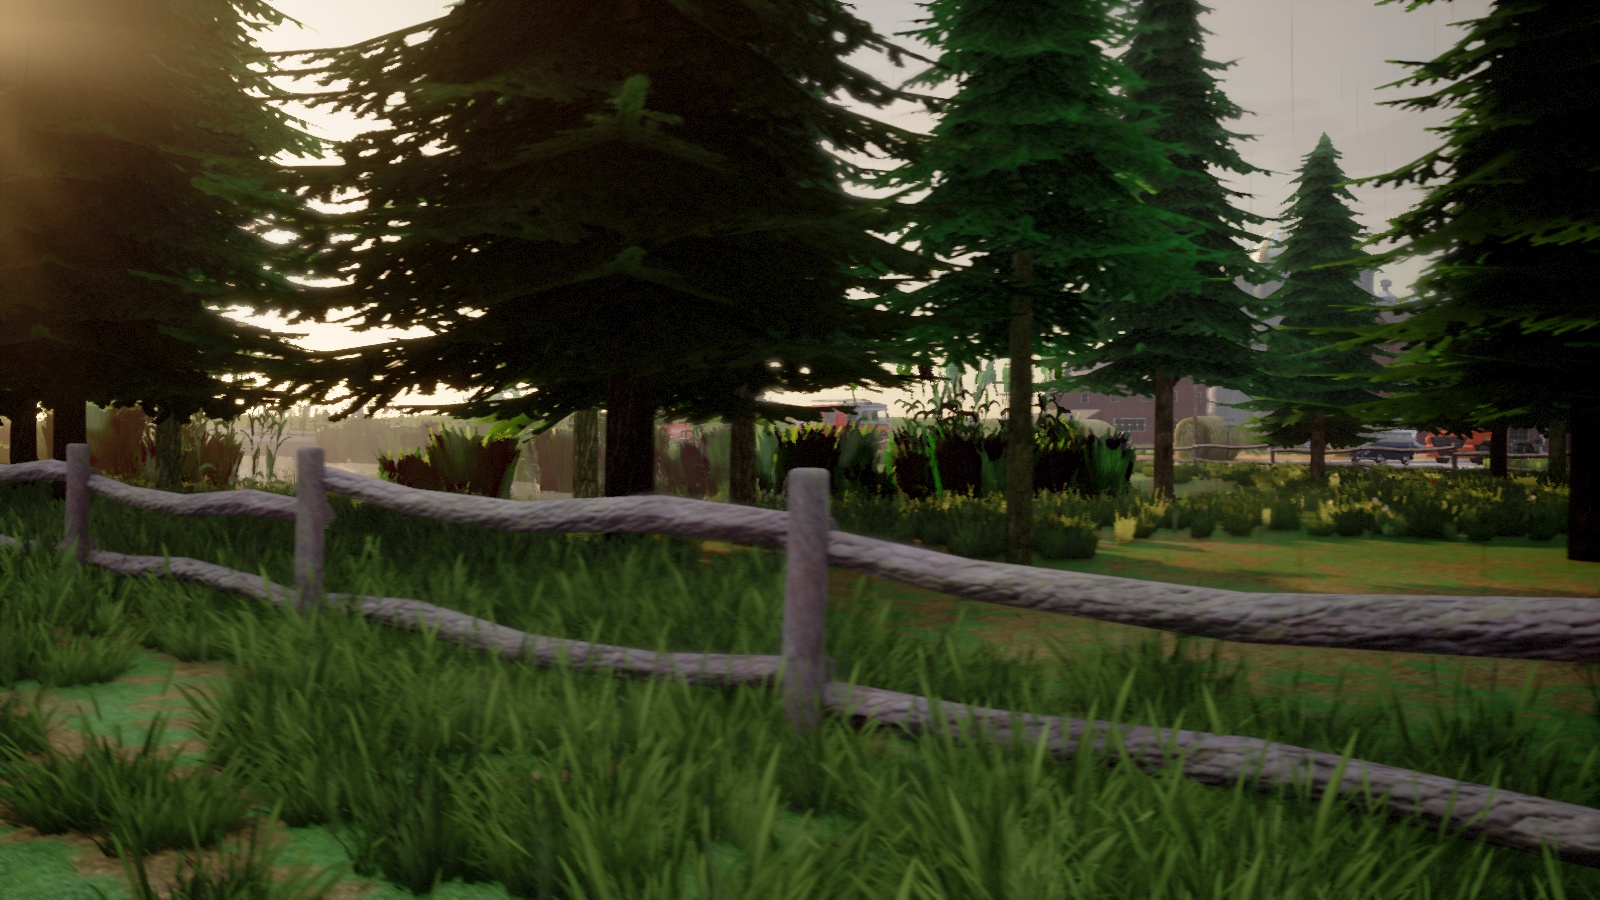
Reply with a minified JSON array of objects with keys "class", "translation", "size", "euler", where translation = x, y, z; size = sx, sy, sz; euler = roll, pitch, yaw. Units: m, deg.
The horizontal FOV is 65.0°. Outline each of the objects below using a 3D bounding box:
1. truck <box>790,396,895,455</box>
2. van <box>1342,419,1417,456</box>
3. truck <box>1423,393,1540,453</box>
[{"class":"truck","translation":[2.756,-1.617,85.122],"size":[2.891,3.827,8.468],"euler":[-1,1,-31]},{"class":"van","translation":[32.359,-0.725,70.086],"size":[4.442,1.987,1.775],"euler":[-1,1,-34]},{"class":"truck","translation":[41.379,-1.619,76.144],"size":[7.936,3.462,2.891],"euler":[-1,1,-34]}]
